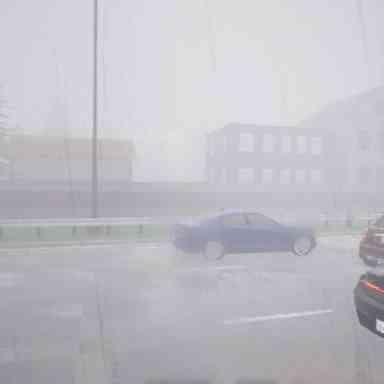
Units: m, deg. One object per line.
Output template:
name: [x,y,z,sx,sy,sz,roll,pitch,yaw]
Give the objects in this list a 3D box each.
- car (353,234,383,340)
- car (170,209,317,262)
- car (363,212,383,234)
car: [4.739,1.472,4.797,4.892,1.490,1.837,1,1,-16]
car: [1.783,1.321,11.225,5.008,1.535,1.882,0,1,-16]
car: [7.007,1.278,9.100,4.553,1.767,2.097,0,1,-16]
